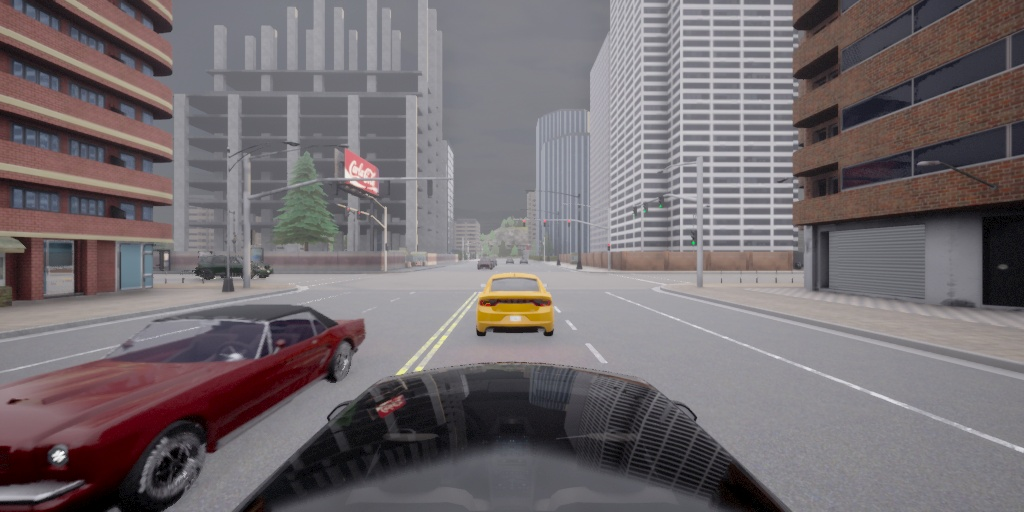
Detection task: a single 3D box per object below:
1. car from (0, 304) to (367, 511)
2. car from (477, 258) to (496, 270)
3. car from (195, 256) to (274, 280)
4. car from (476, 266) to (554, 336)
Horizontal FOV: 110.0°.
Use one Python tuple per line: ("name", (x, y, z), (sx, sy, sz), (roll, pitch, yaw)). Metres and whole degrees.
("car", (-3.609, 1.351, 4.411), (1.895, 1.301, 4.718), (0, 0, 0))
("car", (-3.887, 1.101, 52.658), (2.097, 1.767, 4.553), (0, 0, 0))
("car", (-23.337, 0.975, 30.233), (5.566, 2.045, 2.150), (0, 0, -1))
("car", (0.061, 1.228, 10.389), (1.882, 1.535, 5.008), (0, 0, 0))
